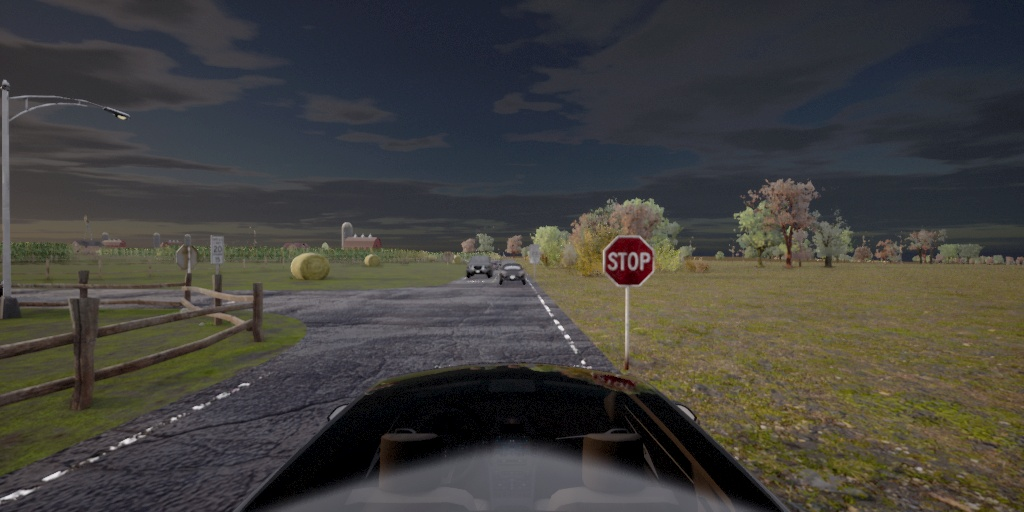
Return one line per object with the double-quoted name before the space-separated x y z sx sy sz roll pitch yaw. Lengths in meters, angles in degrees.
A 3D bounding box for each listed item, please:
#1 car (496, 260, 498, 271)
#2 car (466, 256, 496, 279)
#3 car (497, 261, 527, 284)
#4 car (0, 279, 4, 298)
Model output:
"car" -2.972 1.351 49.678 1.994 1.385 4.181 0 0 0
"car" -2.938 0.988 33.331 2.150 2.045 5.566 0 0 0
"car" 0.029 1.287 27.141 1.812 1.442 4.674 0 0 0
"car" -23.898 1.179 14.860 4.181 1.385 1.994 0 1 -1
